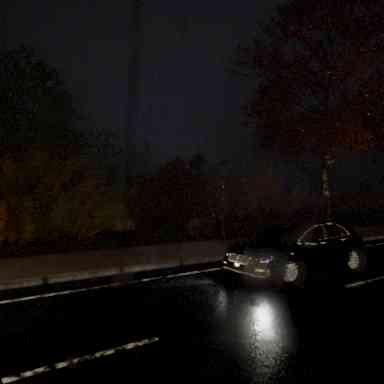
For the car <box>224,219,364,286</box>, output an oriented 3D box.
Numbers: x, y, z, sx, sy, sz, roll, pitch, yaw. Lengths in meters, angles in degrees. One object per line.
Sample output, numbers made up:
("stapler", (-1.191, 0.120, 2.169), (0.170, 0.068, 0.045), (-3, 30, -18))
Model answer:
("car", (3.136, 1.597, 9.807), (4.892, 1.490, 1.837), (0, 0, -35))
